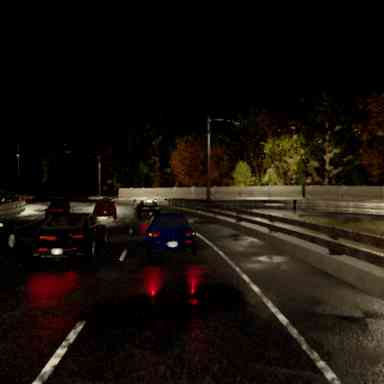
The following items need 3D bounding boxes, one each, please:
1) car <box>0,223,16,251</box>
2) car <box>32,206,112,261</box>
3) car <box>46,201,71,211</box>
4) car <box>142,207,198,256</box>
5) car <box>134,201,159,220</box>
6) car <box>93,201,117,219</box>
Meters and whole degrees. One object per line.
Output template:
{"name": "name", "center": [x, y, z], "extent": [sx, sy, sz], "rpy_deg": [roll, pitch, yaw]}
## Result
{"name": "car", "center": [-7.695, 1.504, 11.151], "extent": [1.882, 1.535, 5.008], "rpy_deg": [0, 0, -6]}
{"name": "car", "center": [-4.318, 1.516, 12.355], "extent": [1.837, 1.490, 4.892], "rpy_deg": [0, 0, -7]}
{"name": "car", "center": [-10.714, 1.533, 27.187], "extent": [1.837, 1.490, 4.892], "rpy_deg": [0, 1, -14]}
{"name": "car", "center": [-0.884, 1.519, 13.048], "extent": [1.812, 1.442, 4.674], "rpy_deg": [0, 0, -7]}
{"name": "car", "center": [-3.808, 1.486, 28.395], "extent": [2.128, 1.511, 4.902], "rpy_deg": [0, 0, -14]}
{"name": "car", "center": [-7.642, 1.488, 29.292], "extent": [1.882, 1.535, 5.008], "rpy_deg": [0, 0, -14]}
